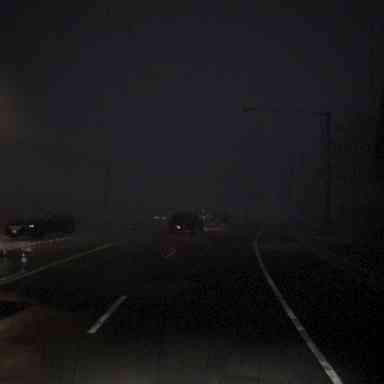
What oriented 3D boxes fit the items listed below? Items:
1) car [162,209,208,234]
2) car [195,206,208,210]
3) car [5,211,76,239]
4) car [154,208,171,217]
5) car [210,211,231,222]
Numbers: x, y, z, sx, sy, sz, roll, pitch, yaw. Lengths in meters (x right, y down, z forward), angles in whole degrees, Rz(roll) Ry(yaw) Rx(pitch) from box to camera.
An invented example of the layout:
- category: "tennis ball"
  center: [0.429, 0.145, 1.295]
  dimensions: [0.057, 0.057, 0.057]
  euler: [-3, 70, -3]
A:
- category: "car"
  center: [-0.358, 2.182, 24.223]
  dimensions: [1.837, 1.490, 4.892]
  euler: [1, -3, 13]
- category: "car"
  center: [1.700, 3.483, 62.465]
  dimensions: [2.097, 1.767, 4.553]
  euler: [0, -2, 14]
- category: "car"
  center: [-8.705, 1.857, 19.551]
  dimensions: [2.128, 1.511, 4.902]
  euler: [1, -2, 10]
- category: "car"
  center: [-4.300, 3.197, 52.961]
  dimensions: [2.033, 1.411, 5.357]
  euler: [0, -2, 15]
- category: "car"
  center: [3.581, 2.941, 40.543]
  dimensions: [1.895, 1.301, 4.718]
  euler: [0, -2, 14]
